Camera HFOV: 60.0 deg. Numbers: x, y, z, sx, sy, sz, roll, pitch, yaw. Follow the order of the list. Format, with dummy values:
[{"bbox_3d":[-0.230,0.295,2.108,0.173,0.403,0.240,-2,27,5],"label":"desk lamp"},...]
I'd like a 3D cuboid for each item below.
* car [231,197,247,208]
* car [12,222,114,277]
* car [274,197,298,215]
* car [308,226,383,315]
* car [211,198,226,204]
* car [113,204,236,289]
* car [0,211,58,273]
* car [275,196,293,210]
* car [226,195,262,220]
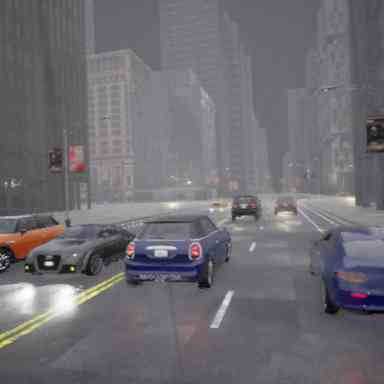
[{"bbox_3d":[7.418,1.603,51.965,1.812,1.442,4.674,-2,0,15],"label":"car"},{"bbox_3d":[-3.387,1.755,10.957,1.994,1.385,4.181,-2,0,15],"label":"car"},{"bbox_3d":[9.170,1.242,32.644,2.097,1.767,4.553,-2,0,15],"label":"car"},{"bbox_3d":[3.589,1.446,7.091,1.812,1.442,4.674,-2,0,15],"label":"car"},{"bbox_3d":[4.270,1.671,52.769,1.882,1.535,5.008,-2,0,15],"label":"car"},{"bbox_3d":[-0.165,1.421,9.662,2.097,1.767,4.553,-2,0,15],"label":"car"},{"bbox_3d":[-6.505,1.659,11.901,2.097,1.767,4.553,-2,0,15],"label":"car"},{"bbox_3d":[11.832,1.355,42.899,2.128,1.511,4.902,-2,0,15],"label":"car"},{"bbox_3d":[4.613,1.241,27.869,2.150,2.045,5.566,-2,0,15],"label":"car"}]
